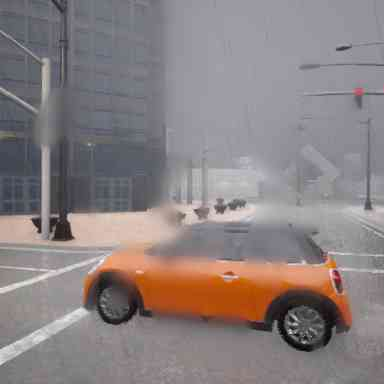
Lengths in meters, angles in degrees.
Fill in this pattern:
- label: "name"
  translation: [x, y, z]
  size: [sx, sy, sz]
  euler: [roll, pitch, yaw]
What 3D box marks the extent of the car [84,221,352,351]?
- label: "car"
  translation: [0.342, 1.333, 6.091]
  size: [4.553, 1.767, 2.097]
  euler: [0, 0, 17]
